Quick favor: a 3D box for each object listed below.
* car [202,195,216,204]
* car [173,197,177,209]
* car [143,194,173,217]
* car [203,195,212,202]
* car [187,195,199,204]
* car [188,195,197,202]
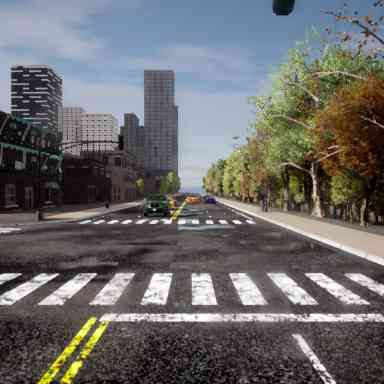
[{"bbox_3d":[3.443,1.540,62.697,1.994,1.385,4.181,0,0,0],"label":"car"},{"bbox_3d":[-3.277,1.463,42.276,1.882,1.535,5.008,0,0,0],"label":"car"},{"bbox_3d":[-3.296,1.212,32.094,2.150,2.045,5.566,0,0,0],"label":"car"},{"bbox_3d":[3.357,1.471,73.118,1.837,1.490,4.892,0,0,0],"label":"car"},{"bbox_3d":[0.189,1.330,63.030,2.097,1.767,4.553,0,0,0],"label":"car"},{"bbox_3d":[0.119,1.448,72.852,1.882,1.535,5.008,0,0,0],"label":"car"}]
